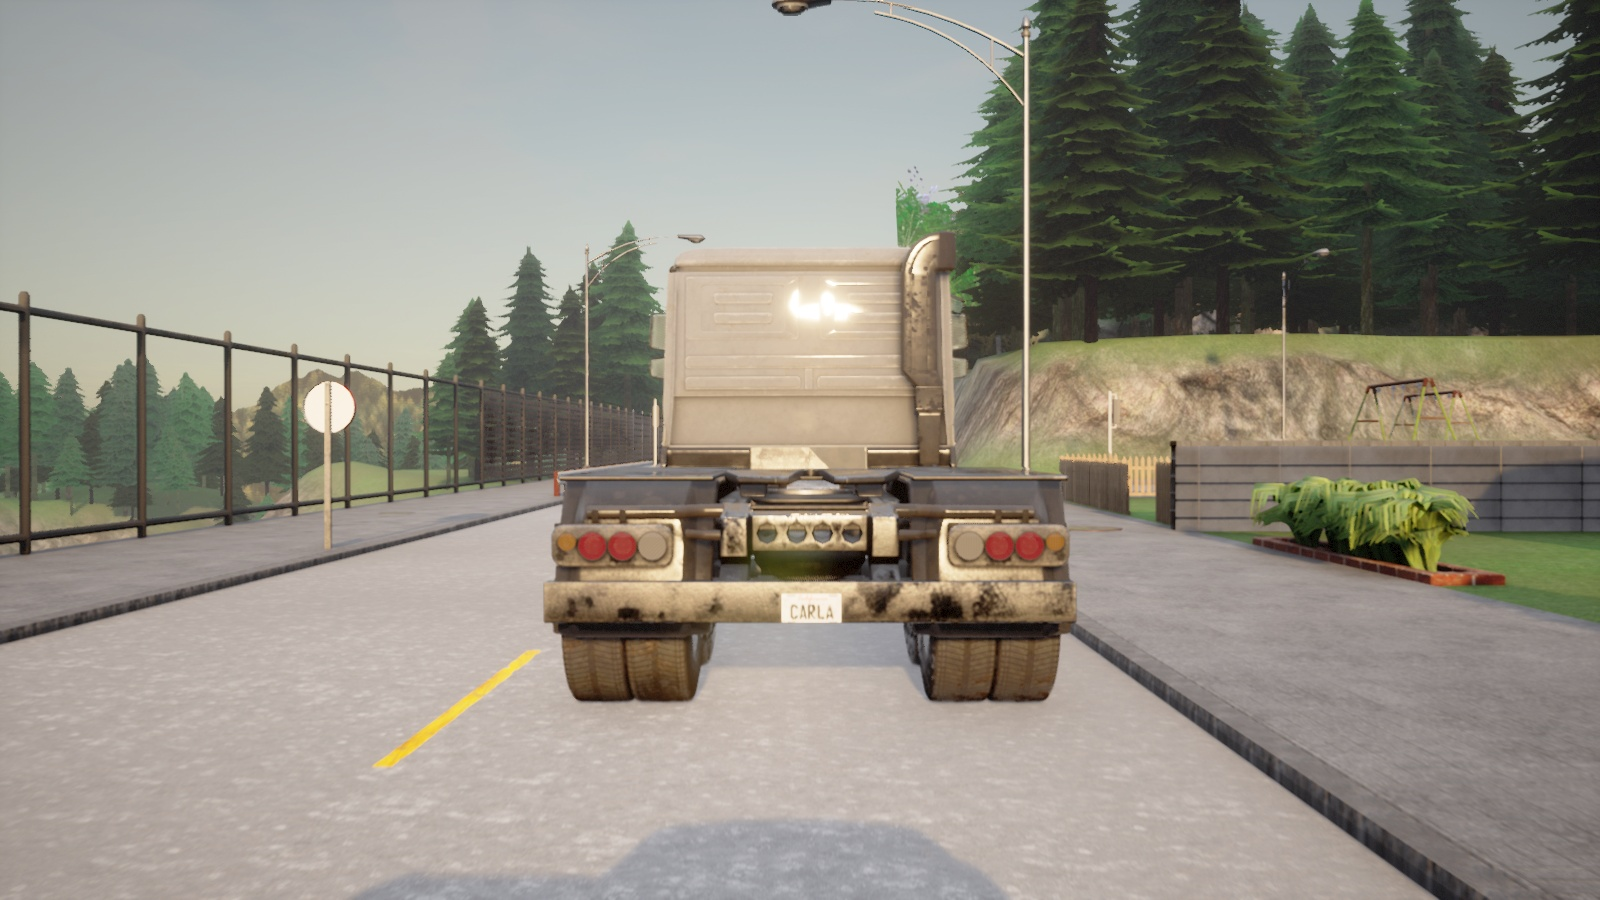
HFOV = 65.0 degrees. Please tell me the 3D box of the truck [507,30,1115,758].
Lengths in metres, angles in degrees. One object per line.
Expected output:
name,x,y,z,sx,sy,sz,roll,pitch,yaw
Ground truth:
truck,0.072,-0.287,9.948,2.891,3.462,7.936,0,0,0
